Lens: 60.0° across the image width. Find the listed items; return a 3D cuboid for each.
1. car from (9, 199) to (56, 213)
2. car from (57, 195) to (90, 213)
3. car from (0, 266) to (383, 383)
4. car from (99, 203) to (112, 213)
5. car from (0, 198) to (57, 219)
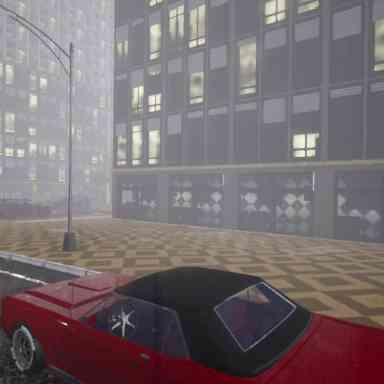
[{"bbox_3d":[-19.170,1.641,40.130,1.752,1.417,4.829,1,0,37],"label":"car"},{"bbox_3d":[-15.255,1.402,41.029,2.150,2.045,5.566,1,1,37],"label":"car"},{"bbox_3d":[-0.308,1.600,3.911,4.718,1.301,1.895,0,0,36],"label":"car"},{"bbox_3d":[-8.876,1.828,39.936,1.752,1.417,4.829,1,0,37],"label":"car"},{"bbox_3d":[-15.701,1.517,30.745,2.192,1.841,5.009,1,0,37],"label":"car"}]
